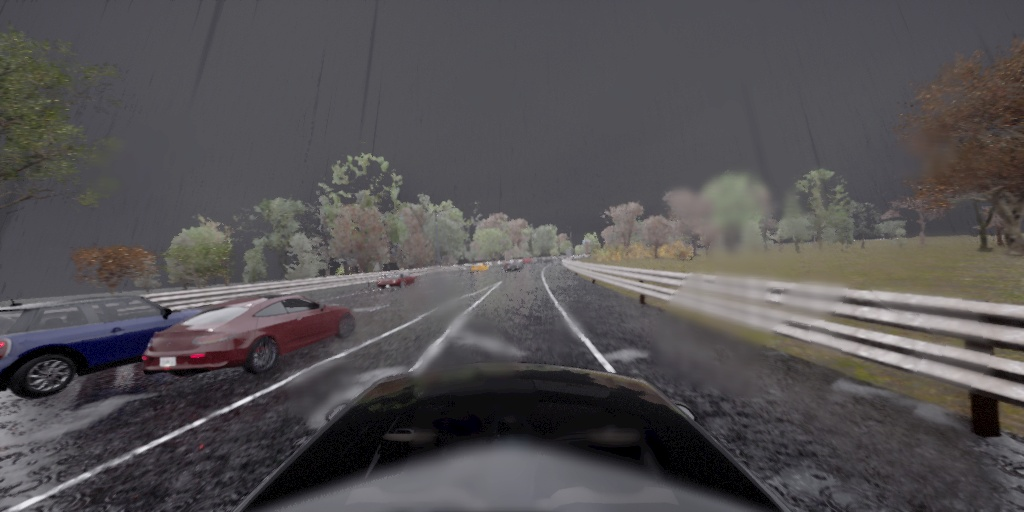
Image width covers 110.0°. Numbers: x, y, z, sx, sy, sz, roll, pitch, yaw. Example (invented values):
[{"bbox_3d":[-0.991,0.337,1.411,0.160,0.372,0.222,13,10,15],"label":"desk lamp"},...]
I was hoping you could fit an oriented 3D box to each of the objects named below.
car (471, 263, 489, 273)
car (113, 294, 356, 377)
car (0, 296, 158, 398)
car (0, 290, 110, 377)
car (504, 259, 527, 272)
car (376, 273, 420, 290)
[{"bbox_3d":[-5.155,1.864,58.436,1.882,1.535,5.008,-4,0,10],"label":"car"},{"bbox_3d":[-5.576,1.624,8.360,1.812,1.442,4.674,-4,0,7],"label":"car"},{"bbox_3d":[-9.141,1.689,8.131,2.097,1.767,4.553,-4,0,7],"label":"car"},{"bbox_3d":[-12.677,1.928,7.953,2.097,1.767,4.553,-4,0,7],"label":"car"},{"bbox_3d":[0.528,1.548,50.603,1.895,1.301,4.718,-4,0,10],"label":"car"},{"bbox_3d":[-9.680,2.117,30.925,1.895,1.301,4.718,-4,0,8],"label":"car"}]
